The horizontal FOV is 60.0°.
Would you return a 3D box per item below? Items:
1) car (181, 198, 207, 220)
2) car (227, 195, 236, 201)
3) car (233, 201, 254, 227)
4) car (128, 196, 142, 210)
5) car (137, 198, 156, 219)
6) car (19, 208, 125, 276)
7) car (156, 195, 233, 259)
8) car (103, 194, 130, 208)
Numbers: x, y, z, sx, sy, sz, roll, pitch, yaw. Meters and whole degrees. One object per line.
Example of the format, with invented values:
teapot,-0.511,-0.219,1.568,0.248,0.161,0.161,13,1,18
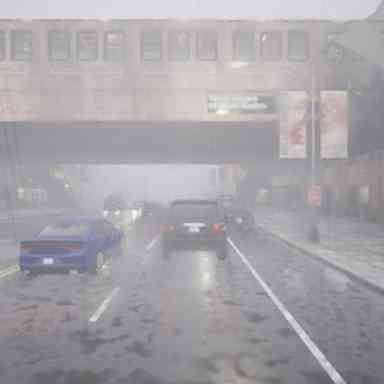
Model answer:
car,0.189,1.399,28.906,2.097,1.767,4.553,0,0,1
car,3.187,1.282,33.187,2.435,2.045,5.566,0,0,0
car,3.231,1.636,25.790,1.895,1.301,4.718,0,0,0
car,-6.949,1.565,45.310,2.128,1.511,4.902,0,0,0
car,-3.305,1.552,29.467,1.837,1.490,4.892,0,0,1
car,-3.425,1.495,10.437,1.882,1.535,5.008,0,0,0
car,0.077,1.242,12.730,2.150,2.045,5.566,0,0,0
car,-10.449,1.297,45.327,2.150,2.045,5.566,0,0,0
